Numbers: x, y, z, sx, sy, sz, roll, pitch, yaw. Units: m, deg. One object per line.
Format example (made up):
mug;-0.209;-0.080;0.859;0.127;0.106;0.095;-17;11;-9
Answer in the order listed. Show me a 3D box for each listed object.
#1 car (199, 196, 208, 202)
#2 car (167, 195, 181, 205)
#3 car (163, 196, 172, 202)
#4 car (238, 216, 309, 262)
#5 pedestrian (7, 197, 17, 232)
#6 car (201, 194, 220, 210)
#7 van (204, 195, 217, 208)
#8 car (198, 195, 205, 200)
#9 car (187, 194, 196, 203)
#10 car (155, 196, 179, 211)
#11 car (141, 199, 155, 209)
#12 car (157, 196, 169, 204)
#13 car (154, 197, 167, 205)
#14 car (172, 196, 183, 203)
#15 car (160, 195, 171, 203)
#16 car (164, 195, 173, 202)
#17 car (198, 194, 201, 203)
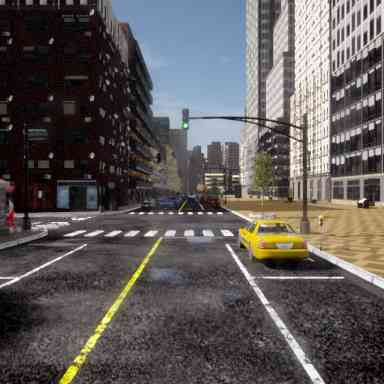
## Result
car;2.659;1.618;77.341;1.887;1.381;4.507;0;0;0
car;-3.105;1.507;51.701;1.882;1.535;5.008;0;0;0
car;-5.721;1.655;77.339;1.802;1.307;4.206;0;0;0
car;2.682;1.527;11.939;1.752;1.417;4.829;0;0;0
pedestrian;-9.357;1.148;17.107;0.375;1.860;0.375;0;0;0
car;2.670;1.336;44.182;2.192;1.841;5.009;0;0;0
van;2.668;1.368;49.708;1.690;1.788;3.998;0;0;0
car;2.653;1.634;94.091;1.752;1.417;4.829;0;0;0
car;-0.026;1.618;73.373;1.994;1.385;4.181;0;0;0
car;-3.112;1.566;41.882;2.033;1.411;5.357;0;0;0
car;-5.709;1.571;44.178;2.008;1.369;4.403;0;0;0
car;-5.717;1.597;66.284;1.887;1.381;4.507;0;0;0
car;-5.715;1.594;60.758;2.008;1.369;4.403;0;0;0
car;-3.026;1.587;71.759;2.128;1.511;4.902;0;0;0
car;-5.720;1.503;71.812;1.967;1.590;4.097;0;0;0
car;-5.724;1.524;82.865;1.967;1.590;4.097;0;0;0
car;2.662;1.368;66.287;2.192;1.841;5.009;0;0;0
